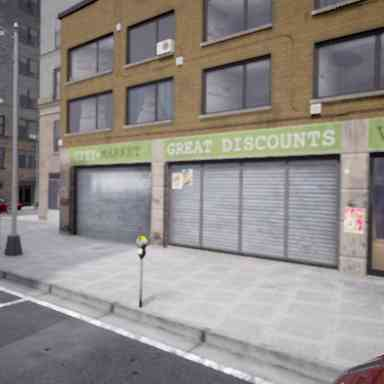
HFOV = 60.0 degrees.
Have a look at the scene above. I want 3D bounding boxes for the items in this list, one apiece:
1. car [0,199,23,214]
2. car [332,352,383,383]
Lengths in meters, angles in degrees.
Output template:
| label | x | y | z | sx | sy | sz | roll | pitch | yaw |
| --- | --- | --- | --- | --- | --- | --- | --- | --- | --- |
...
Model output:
| label | x | y | z | sx | sy | sz | roll | pitch | yaw |
| --- | --- | --- | --- | --- | --- | --- | --- | --- | --- |
| car | -17.129 | 1.240 | 28.187 | 1.895 | 1.301 | 4.718 | 1 | 1 | 34 |
| car | 2.505 | 1.450 | 1.282 | 4.097 | 1.590 | 1.967 | 1 | 1 | 35 |
